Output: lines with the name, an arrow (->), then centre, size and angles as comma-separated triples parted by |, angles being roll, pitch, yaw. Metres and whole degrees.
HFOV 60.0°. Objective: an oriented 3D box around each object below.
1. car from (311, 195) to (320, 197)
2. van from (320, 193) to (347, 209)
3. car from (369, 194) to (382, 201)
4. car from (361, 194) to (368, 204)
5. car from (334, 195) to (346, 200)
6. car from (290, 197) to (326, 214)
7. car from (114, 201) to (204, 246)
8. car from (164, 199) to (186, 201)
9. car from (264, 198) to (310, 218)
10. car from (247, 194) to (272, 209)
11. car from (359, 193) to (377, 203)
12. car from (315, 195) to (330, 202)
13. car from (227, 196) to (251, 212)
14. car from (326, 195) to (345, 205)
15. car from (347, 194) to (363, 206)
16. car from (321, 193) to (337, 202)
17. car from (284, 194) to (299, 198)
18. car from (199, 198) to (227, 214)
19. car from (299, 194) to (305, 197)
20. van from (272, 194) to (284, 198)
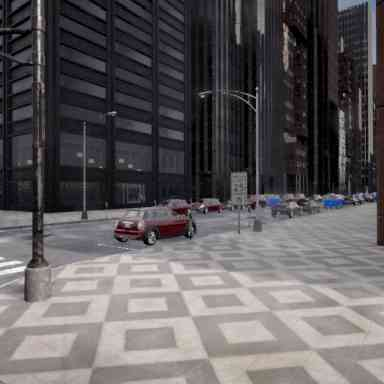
car -> 24.317, 1.307, 65.731 | 1.967, 1.590, 4.097 | 0, 0, 36
van -> 18.143, 1.218, 42.552 | 1.690, 1.788, 3.998 | 0, 0, 36
car -> 41.073, 1.250, 74.425 | 1.967, 1.590, 4.097 | 0, 0, 36
car -> 27.971, 1.411, 56.212 | 1.947, 1.339, 4.313 | 0, 0, 36
car -> 37.420, 1.398, 83.945 | 1.947, 1.339, 4.313 | 0, 0, 36
car -> 11.593, 1.466, 33.445 | 1.947, 1.339, 4.313 | 0, 0, 36
car -> -1.510, 1.393, 15.233 | 1.967, 1.590, 4.097 | 0, 0, 36
car -> -1.890, 1.397, 29.302 | 1.967, 1.590, 4.097 | 0, 0, 36
car -> 8.317, 1.464, 28.892 | 2.008, 1.369, 4.403 | 0, 0, 36
car -> 7.937, 1.234, 42.963 | 2.192, 1.841, 5.009 | 0, 0, 36
car -> 34.522, 1.372, 65.318 | 1.887, 1.381, 4.507 | 0, 0, 36
car -> 27.593, 1.408, 70.285 | 2.008, 1.369, 4.403 | 0, 0, 36
car -> 4.662, 1.481, 38.410 | 2.008, 1.369, 4.403 | 0, 0, 36
car -> 23.798, 1.338, 54.970 | 1.882, 1.535, 5.008 | 0, 0, 36
car -> 24.695, 1.421, 51.658 | 1.947, 1.339, 4.313 | 0, 0, 36
car -> 30.868, 1.164, 74.838 | 2.192, 1.841, 5.009 | 0, 0, 36
car -> 14.489, 1.211, 52.070 | 2.192, 1.841, 5.009 | 0, 0, 36
car -> 1.386, 1.384, 33.856 | 1.967, 1.590, 4.097 | 0, 0, 36
car -> 17.764, 1.201, 56.623 | 2.192, 1.841, 5.009 | 0, 0, 36
van -> 11.213, 1.248, 47.516 | 1.690, 1.788, 3.998 | 0, 0, 36
